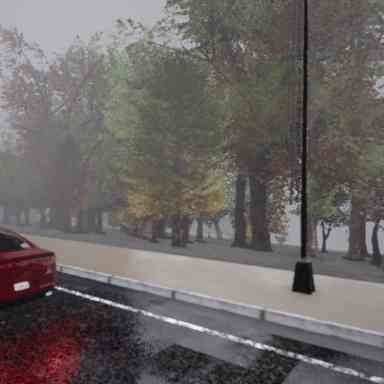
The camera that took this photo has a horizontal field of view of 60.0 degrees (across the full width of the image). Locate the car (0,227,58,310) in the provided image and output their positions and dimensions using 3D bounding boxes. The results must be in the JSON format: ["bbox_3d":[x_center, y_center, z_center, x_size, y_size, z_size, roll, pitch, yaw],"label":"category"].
[{"bbox_3d":[-4.960,1.472,7.172,5.008,1.535,1.882,0,0,35],"label":"car"}]
